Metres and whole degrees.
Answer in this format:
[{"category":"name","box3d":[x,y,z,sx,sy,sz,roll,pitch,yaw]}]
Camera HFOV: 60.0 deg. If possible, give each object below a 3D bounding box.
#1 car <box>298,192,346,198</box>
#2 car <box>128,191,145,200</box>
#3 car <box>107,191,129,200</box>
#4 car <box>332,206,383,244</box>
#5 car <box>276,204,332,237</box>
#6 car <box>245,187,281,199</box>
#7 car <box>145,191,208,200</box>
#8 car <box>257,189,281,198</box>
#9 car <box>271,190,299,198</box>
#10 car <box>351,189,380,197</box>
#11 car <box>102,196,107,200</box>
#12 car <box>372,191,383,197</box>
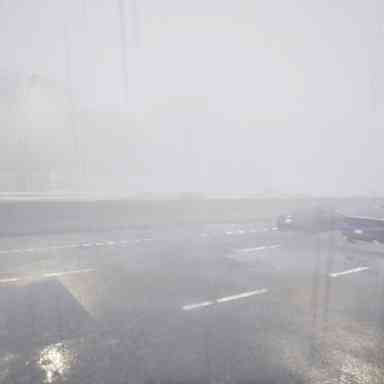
[{"category":"car","box3d":[13.236,0.962,33.573,4.674,1.442,1.812,0,1,-33]},{"category":"car","box3d":[-2.349,0.814,27.606,4.902,1.511,2.128,0,2,-33]},{"category":"car","box3d":[-4.742,0.702,30.221,5.008,1.535,1.882,0,2,-33]},{"category":"car","box3d":[8.137,1.293,13.460,5.008,1.535,1.882,0,2,-33]},{"category":"car","box3d":[6.097,1.281,16.309,4.181,1.385,1.994,0,2,-33]},{"category":"car","box3d":[9.498,0.368,43.611,5.566,2.045,2.150,0,2,-32]},{"category":"car","box3d":[-0.761,0.772,24.463,4.553,1.767,2.097,0,2,-33]},{"category":"car","box3d":[10.749,0.720,40.281,5.008,1.535,1.882,0,2,-33]},{"category":"car","box3d":[11.406,0.845,36.554,4.892,1.490,1.837,1,1,-33]},{"category":"car","box3d":[26.462,0.505,50.451,5.566,2.045,2.150,0,2,-33]},{"category":"car","box3d":[-6.472,0.618,33.268,4.902,1.511,2.128,0,2,-33]},{"category":"car","box3d":[28.158,0.924,47.393,4.181,1.385,1.994,0,2,-33]}]
